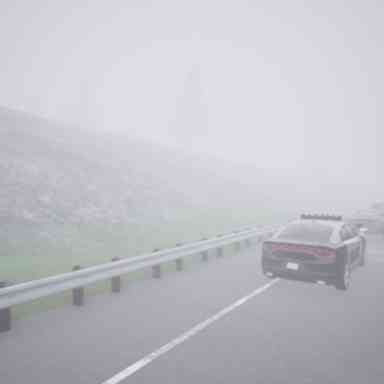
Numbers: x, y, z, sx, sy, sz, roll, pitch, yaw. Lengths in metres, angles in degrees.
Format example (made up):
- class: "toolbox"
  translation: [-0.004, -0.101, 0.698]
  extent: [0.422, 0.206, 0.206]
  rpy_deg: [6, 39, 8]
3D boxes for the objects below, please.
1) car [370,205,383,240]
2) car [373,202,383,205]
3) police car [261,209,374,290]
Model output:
- class: "car"
  translation: [9.483, 1.610, 17.506]
  extent: [1.812, 1.442, 4.674]
  rpy_deg: [1, 0, 37]
- class: "car"
  translation: [13.101, 1.471, 22.237]
  extent: [2.097, 1.767, 4.553]
  rpy_deg: [1, 0, 38]
- class: "police car"
  translation: [3.711, 1.452, 9.506]
  extent: [1.930, 1.638, 5.238]
  rpy_deg: [1, 0, 35]
